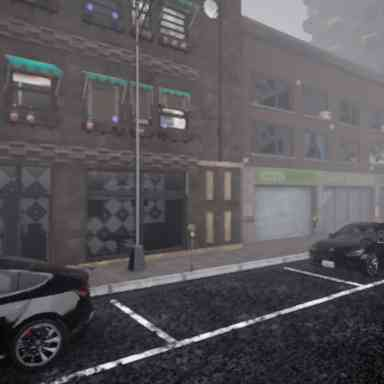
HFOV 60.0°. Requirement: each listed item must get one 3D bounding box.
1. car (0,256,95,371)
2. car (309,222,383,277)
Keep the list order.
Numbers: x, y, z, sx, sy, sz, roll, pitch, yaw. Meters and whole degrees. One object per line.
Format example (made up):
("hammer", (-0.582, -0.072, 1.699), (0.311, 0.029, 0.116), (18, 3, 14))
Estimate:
("car", (-3.421, 1.563, 4.128), (4.313, 1.339, 1.947), (1, -1, -35))
("car", (5.574, 1.651, 10.541), (4.313, 1.339, 1.947), (1, -1, -35))
